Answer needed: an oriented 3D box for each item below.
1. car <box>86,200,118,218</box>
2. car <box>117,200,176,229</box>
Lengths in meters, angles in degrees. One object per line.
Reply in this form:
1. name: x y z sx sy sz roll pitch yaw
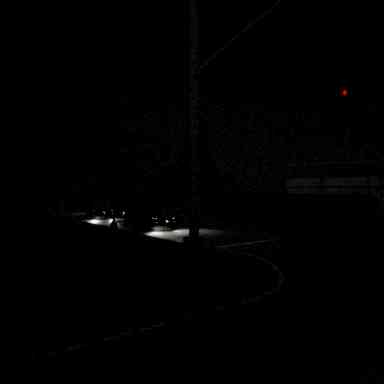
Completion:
1. car: -8.424 1.505 30.059 1.837 1.490 4.892 0 0 -26
2. car: -2.897 1.505 21.814 1.837 1.490 4.892 0 0 -36
